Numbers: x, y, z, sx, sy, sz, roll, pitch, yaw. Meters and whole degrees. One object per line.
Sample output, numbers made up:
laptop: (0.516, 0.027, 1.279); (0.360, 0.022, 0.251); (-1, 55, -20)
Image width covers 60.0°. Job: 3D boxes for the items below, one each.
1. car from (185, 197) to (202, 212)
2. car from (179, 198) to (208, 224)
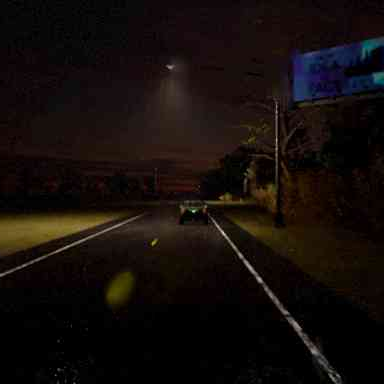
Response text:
car: (0.145, 1.541, 42.563); (2.097, 1.767, 4.553); (0, 0, 0)
car: (0.126, 1.467, 26.089); (2.097, 1.767, 4.553); (0, 0, 0)
